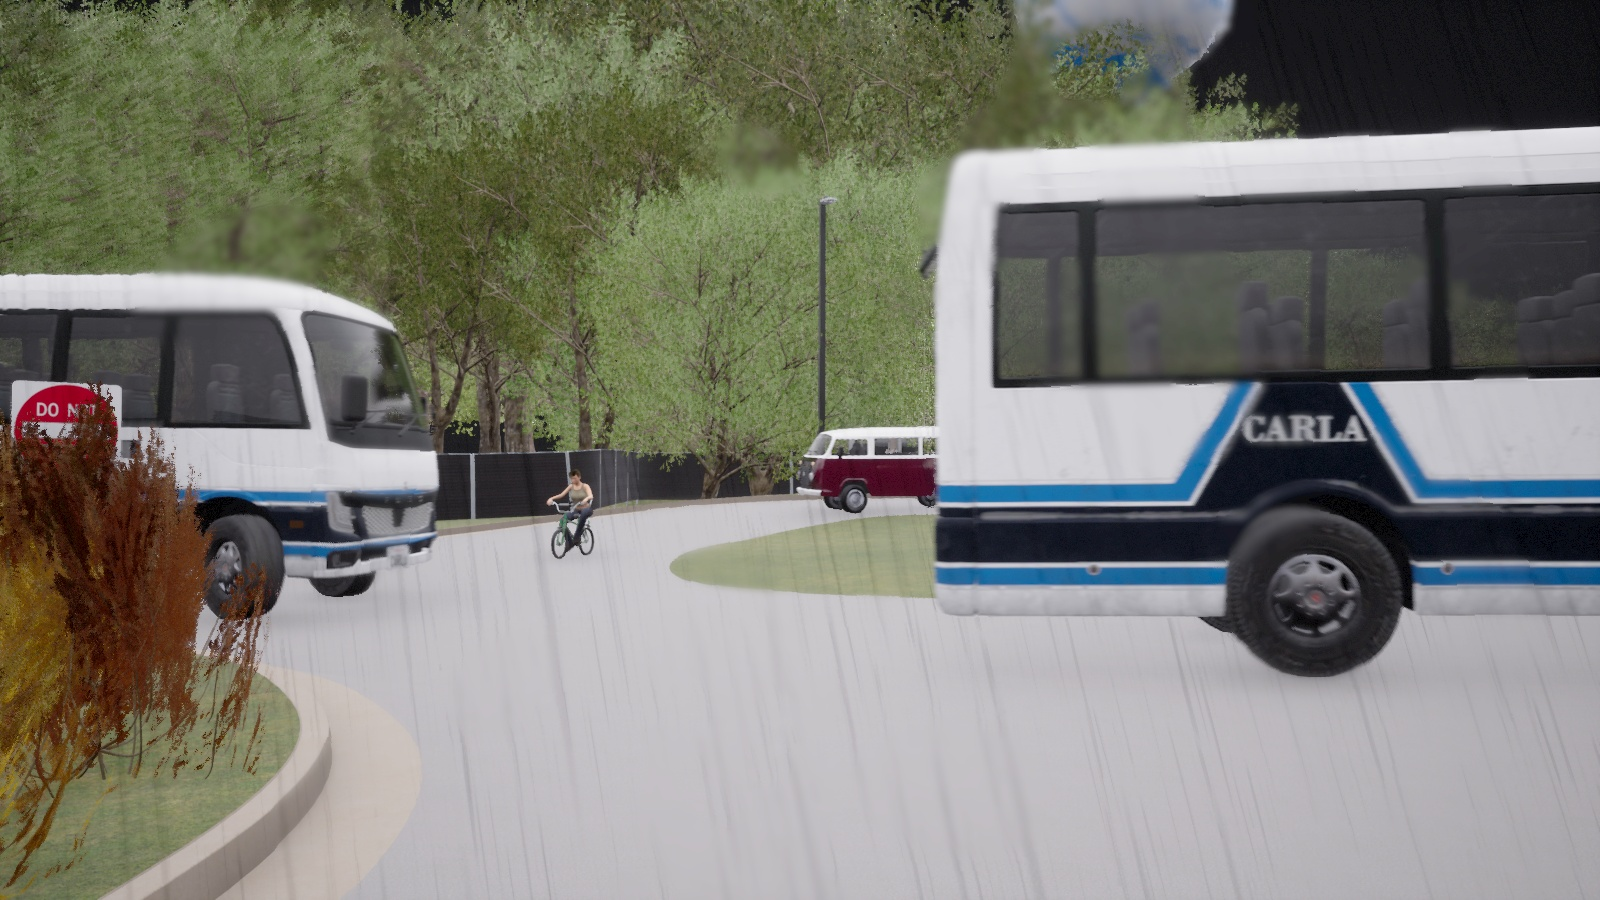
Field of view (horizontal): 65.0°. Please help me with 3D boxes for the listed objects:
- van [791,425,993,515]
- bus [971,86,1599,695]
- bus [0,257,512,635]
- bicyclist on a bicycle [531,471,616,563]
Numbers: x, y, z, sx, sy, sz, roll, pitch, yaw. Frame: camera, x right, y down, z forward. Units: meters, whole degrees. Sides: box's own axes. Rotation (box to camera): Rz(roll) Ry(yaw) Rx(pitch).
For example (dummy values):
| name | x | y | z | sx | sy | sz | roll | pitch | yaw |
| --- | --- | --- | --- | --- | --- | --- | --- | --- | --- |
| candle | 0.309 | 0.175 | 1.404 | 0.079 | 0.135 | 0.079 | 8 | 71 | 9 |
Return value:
| name | x | y | z | sx | sy | sz | roll | pitch | yaw |
| --- | --- | --- | --- | --- | --- | --- | --- | --- | --- |
| van | 2.205 | 0.439 | 30.649 | 4.480 | 2.038 | 2.069 | -1 | 1 | -14 |
| bus | 6.737 | -0.483 | 10.641 | 10.273 | 4.253 | 3.944 | -1 | 2 | 6 |
| bus | -9.484 | -0.059 | 16.634 | 10.273 | 4.253 | 3.944 | 0 | -1 | 6 |
| bicyclist on a bicycle | -4.130 | 1.193 | 22.982 | 0.866 | 1.612 | 1.509 | -1 | -1 | 20 |
